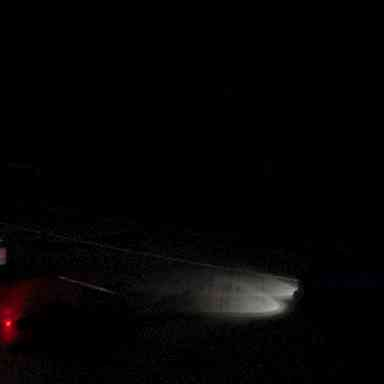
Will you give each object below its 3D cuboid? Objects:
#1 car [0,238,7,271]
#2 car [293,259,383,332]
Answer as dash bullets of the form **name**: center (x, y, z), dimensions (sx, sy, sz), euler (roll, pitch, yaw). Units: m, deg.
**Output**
- **car**: center (-6.630, 1.328, 8.723), dimensions (4.674, 1.442, 1.812), euler (3, 2, 35)
- **car**: center (4.444, 1.546, 5.114), dimensions (5.357, 1.411, 2.033), euler (0, 0, 36)
